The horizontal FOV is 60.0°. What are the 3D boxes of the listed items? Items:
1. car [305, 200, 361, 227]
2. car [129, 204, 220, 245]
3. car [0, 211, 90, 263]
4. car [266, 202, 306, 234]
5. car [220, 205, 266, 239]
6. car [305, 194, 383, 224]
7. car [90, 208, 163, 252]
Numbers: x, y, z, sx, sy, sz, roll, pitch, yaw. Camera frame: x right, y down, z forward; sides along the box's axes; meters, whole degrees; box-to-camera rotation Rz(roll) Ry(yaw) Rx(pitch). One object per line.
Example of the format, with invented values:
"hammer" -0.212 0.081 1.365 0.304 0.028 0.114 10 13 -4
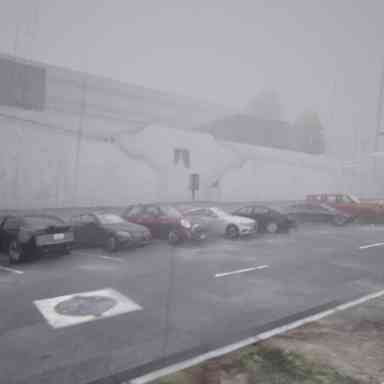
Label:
"car" 8.482 1.460 22.559 4.792 1.488 2.163 -1 -1 35
"car" -1.349 1.360 15.628 4.553 1.767 2.185 -1 -1 35
"car" -6.243 1.522 12.133 4.792 1.488 2.163 -1 -1 35
"car" 3.570 1.462 19.084 5.008 1.535 2.097 -1 0 35
"car" 1.121 1.515 17.350 4.674 1.452 2.002 -1 -1 35
"car" 10.924 1.167 24.305 5.566 2.045 2.435 -1 -1 35
"car" -3.766 1.535 13.869 4.674 1.452 2.002 -1 -1 35
